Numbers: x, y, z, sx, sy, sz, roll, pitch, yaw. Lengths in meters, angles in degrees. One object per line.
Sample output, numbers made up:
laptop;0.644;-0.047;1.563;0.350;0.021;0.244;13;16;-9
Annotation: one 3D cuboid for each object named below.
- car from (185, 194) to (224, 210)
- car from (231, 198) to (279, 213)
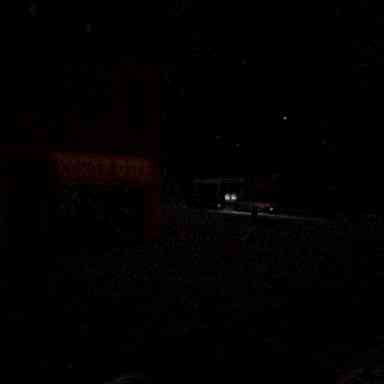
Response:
car;1.186;1.010;33.463;2.128;1.511;4.902;1;1;-35
car;5.928;1.205;31.857;1.895;1.301;4.718;1;1;-35
